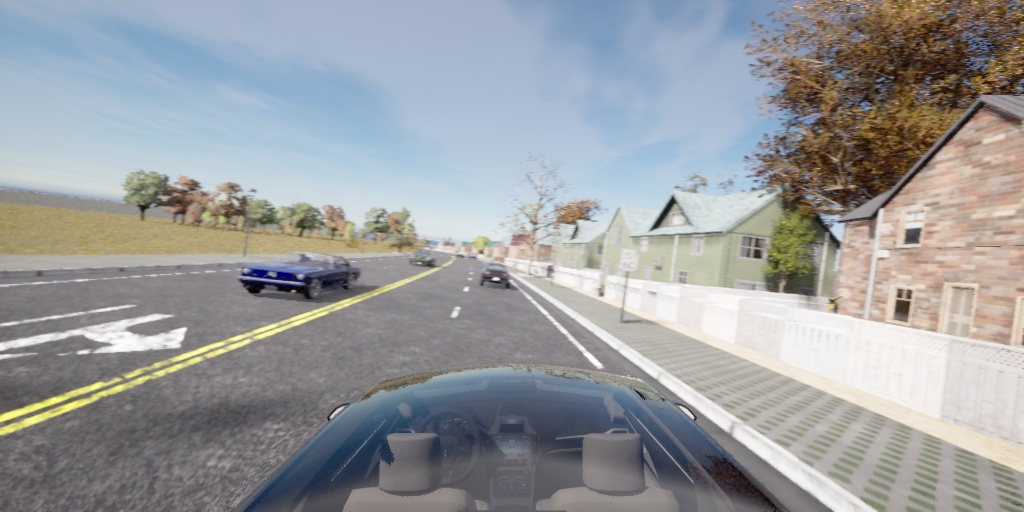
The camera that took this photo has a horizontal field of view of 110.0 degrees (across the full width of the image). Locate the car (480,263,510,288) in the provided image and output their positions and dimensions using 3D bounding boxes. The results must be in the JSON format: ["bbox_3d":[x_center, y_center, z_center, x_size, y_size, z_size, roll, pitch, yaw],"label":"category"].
[{"bbox_3d":[-1.122,1.170,23.407,1.812,1.442,4.674,7,0,-5],"label":"car"}]

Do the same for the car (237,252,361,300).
[{"bbox_3d":[-6.744,0.550,12.005,1.895,1.301,4.718,7,0,-5],"label":"car"}]

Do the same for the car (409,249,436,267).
[{"bbox_3d":[-8.852,0.093,35.932,2.097,1.767,4.553,7,0,-5],"label":"car"}]
